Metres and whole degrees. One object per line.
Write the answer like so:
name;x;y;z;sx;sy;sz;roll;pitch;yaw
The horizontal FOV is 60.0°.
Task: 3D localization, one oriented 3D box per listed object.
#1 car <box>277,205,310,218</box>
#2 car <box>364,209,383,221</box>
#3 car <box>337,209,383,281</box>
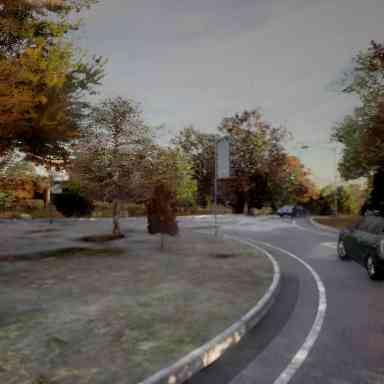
car;11.131;2.077;36.284;2.033;1.411;5.357;-1;-2;39
car;35.519;4.481;65.044;2.150;2.045;5.566;-1;-6;41
car;6.072;1.467;10.247;2.097;1.767;4.553;0;-1;11
